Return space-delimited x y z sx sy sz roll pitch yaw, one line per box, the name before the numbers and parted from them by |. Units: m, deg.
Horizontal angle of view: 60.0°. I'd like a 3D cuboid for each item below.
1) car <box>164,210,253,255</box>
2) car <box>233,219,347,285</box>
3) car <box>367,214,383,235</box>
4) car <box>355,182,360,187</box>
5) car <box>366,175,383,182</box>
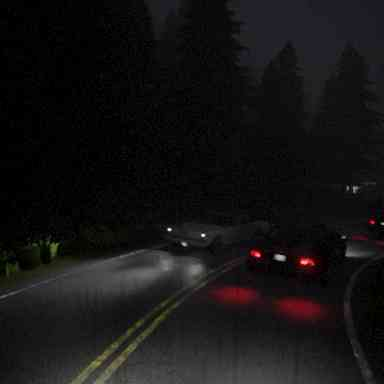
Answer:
car | 1.090 1.403 12.766 1.895 1.301 4.718 4 3 38
car | 3.294 1.548 9.773 2.033 1.411 5.357 4 2 31
car | 11.279 1.558 16.792 5.357 1.411 2.033 0 5 -26
car | 26.338 -1.677 54.671 1.994 1.385 4.181 4 7 35
car | 36.314 -2.719 66.337 4.718 1.301 1.895 -4 7 -40
